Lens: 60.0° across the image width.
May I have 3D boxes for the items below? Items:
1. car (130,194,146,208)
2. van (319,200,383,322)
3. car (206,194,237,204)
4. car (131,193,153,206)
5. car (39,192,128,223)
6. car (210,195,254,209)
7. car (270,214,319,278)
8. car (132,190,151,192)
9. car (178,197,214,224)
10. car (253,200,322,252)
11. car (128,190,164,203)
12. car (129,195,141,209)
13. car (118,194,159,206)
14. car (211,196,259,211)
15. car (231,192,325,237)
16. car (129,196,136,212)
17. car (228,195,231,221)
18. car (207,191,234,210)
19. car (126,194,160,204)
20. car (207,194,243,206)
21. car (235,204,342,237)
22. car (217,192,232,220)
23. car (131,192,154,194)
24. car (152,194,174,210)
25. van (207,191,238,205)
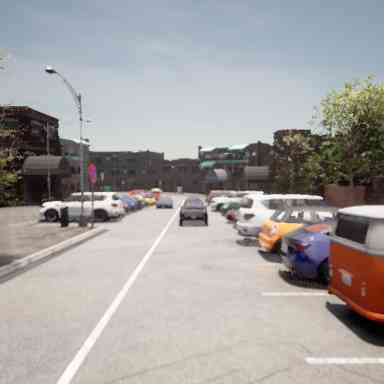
[{"bbox_3d":[-7.706,1.243,35.168,4.792,1.488,2.163,0,0,0],"label":"car"},{"bbox_3d":[4.767,1.211,5.601,4.442,1.987,1.878,0,0,0],"label":"van"},{"bbox_3d":[4.649,1.045,53.106,4.892,1.521,2.231,0,2,0],"label":"car"},{"bbox_3d":[-7.682,1.171,40.919,4.892,1.521,2.231,0,0,0],"label":"car"},{"bbox_3d":[-7.706,1.051,23.414,5.566,2.045,2.435,0,0,0],"label":"car"},{"bbox_3d":[4.660,1.184,39.125,4.892,1.521,2.231,0,0,0],"label":"car"},{"bbox_3d":[4.678,1.445,8.399,4.792,1.488,2.163,0,0,0],"label":"car"},{"bbox_3d":[-7.645,0.972,49.862,4.553,1.767,2.185,0,1,0],"label":"car"},{"bbox_3d":[0.102,1.318,22.792,2.128,1.511,4.902,0,0,0],"label":"car"},{"bbox_3d":[4.619,1.269,11.189,4.553,1.767,2.185,0,0,0],"label":"car"},{"bbox_3d":[-7.646,0.732,55.632,5.566,2.045,2.435,0,1,0],"label":"car"},{"bbox_3d":[-7.674,1.275,32.230,4.674,1.452,2.002,0,0,0],"label":"car"},{"bbox_3d":[-7.490,1.121,46.921,5.366,1.575,1.946,0,0,0],"label":"car"},{"bbox_3d":[4.647,1.204,36.333,5.008,1.535,2.097,0,0,0],"label":"car"},{"bbox_3d":[4.678,1.122,13.983,5.566,2.045,2.435,0,0,0],"label":"car"},{"bbox_3d":[-7.675,1.299,29.167,4.674,1.452,2.002,0,0,0],"label":"car"},{"bbox_3d":[4.683,1.205,19.569,4.553,1.767,2.185,0,0,0],"label":"car"},{"bbox_3d":[4.625,0.974,33.536,5.566,2.045,2.435,0,0,0],"label":"car"},{"bbox_3d":[-7.680,1.053,52.693,5.008,1.535,2.097,0,1,0],"label":"car"},{"bbox_3d":[4.661,1.121,47.504,4.892,1.521,2.231,0,1,0],"label":"car"},{"bbox_3d":[4.680,1.382,16.777,4.792,1.488,2.163,0,0,0],"label":"car"},{"bbox_3d":[4.684,1.141,28.075,4.553,1.767,2.185,0,0,0],"label":"car"},{"bbox_3d":[-7.861,1.144,43.982,5.366,1.575,1.946,0,0,0],"label":"car"},{"bbox_3d":[-3.092,1.253,38.756,2.033,1.411,5.357,0,0,0],"label":"car"},{"bbox_3d":[4.538,0.867,50.295,4.442,1.987,1.878,0,1,0],"label":"van"}]
